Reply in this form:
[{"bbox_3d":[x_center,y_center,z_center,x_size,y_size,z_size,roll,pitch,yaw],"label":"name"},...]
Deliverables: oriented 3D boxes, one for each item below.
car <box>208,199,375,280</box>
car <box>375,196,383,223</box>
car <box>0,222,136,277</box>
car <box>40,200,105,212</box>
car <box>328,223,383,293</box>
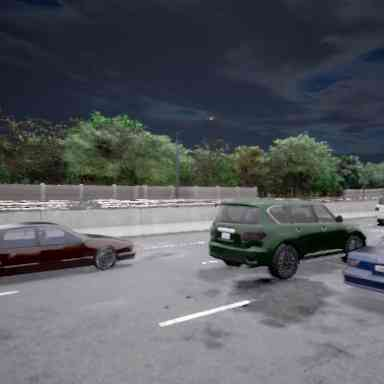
[{"bbox_3d":[3.066,1.243,10.234,5.566,2.045,2.150,0,0,-35],"label":"car"},{"bbox_3d":[14.766,1.290,22.880,5.566,2.045,2.150,0,0,-36],"label":"car"},{"bbox_3d":[-4.316,1.551,9.267,5.357,1.411,2.033,0,0,-36],"label":"car"},{"bbox_3d":[-8.526,1.368,23.704,4.553,1.767,2.097,0,0,-35],"label":"car"},{"bbox_3d":[5.800,1.571,8.008,5.357,1.411,2.033,0,0,-36],"label":"car"}]
